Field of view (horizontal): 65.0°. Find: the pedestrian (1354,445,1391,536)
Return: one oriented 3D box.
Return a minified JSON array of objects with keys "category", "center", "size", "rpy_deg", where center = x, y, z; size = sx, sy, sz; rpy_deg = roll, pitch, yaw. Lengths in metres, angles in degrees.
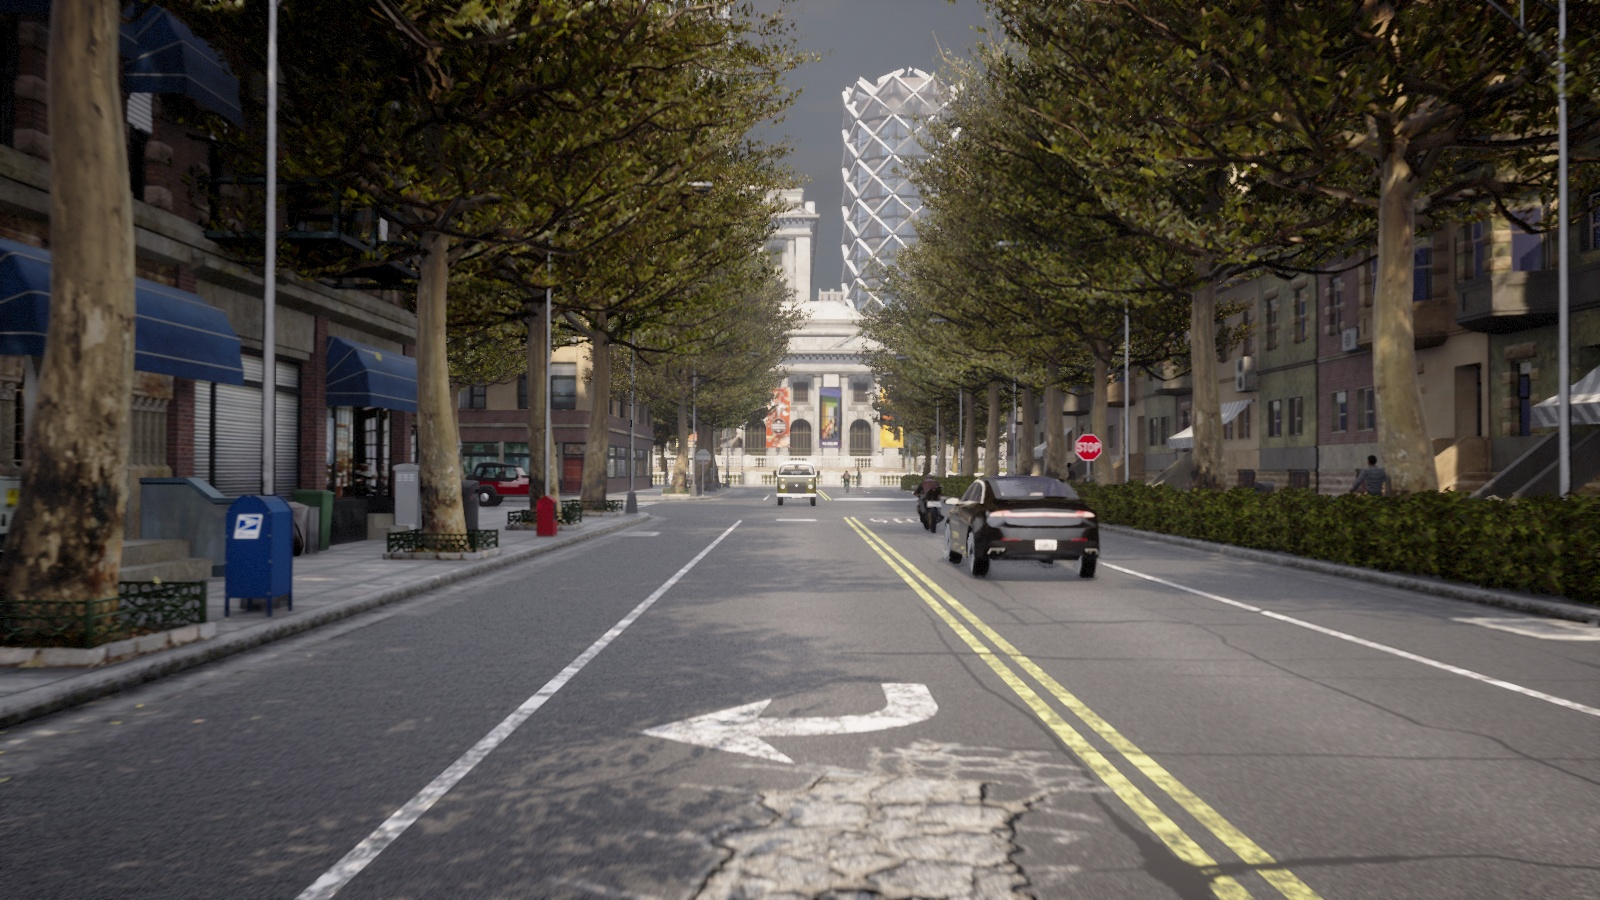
[{"category":"pedestrian","center":[12.544,0.882,27.530],"size":[0.423,1.949,0.788],"rpy_deg":[0,-1,-1]}]

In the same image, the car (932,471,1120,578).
[{"category":"car","center":[3.450,1.095,20.192],"size":[2.128,1.511,4.902],"rpy_deg":[0,-1,0]}]

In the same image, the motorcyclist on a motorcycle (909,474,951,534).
[{"category":"motorcyclist on a motorcycle","center":[3.419,1.391,33.170],"size":[0.866,1.530,2.191],"rpy_deg":[0,-1,0]}]

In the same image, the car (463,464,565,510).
[{"category":"car","center":[-11.976,1.540,52.672],"size":[3.866,1.878,1.905],"rpy_deg":[0,-1,-1]}]

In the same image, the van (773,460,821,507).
[{"category":"van","center":[-0.140,1.492,56.963],"size":[2.069,2.038,4.480],"rpy_deg":[0,-1,0]}]
